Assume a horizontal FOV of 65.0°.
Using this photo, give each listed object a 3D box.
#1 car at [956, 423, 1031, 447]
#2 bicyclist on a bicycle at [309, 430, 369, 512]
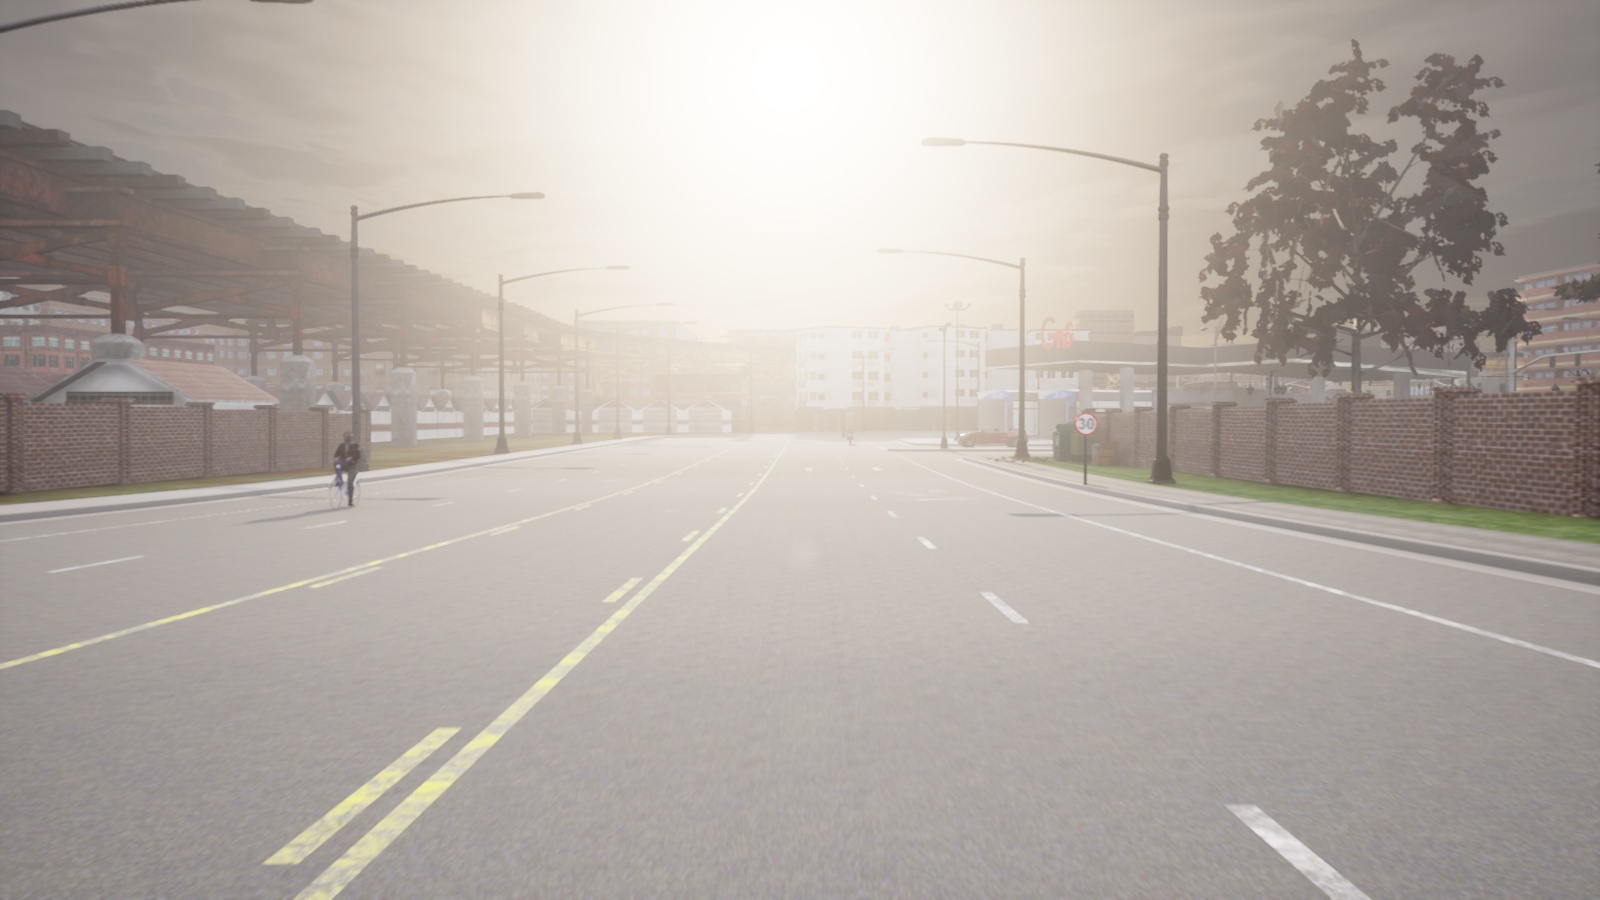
[{"bbox_3d":[13.812,-1.095,89.857,5.027,1.651,2.152,0,2,0],"label":"car"},{"bbox_3d":[-10.323,0.444,28.208,0.659,1.776,1.843,0,0,0],"label":"bicyclist on a bicycle"}]
